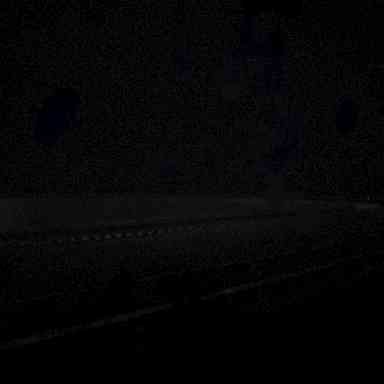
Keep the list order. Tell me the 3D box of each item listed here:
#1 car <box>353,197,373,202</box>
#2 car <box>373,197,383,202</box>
[{"bbox_3d":[42.430,1.858,83.475,1.895,1.301,4.718,0,0,-1],"label":"car"},{"bbox_3d":[45.926,1.842,81.824,1.895,1.301,4.718,0,0,-1],"label":"car"}]
